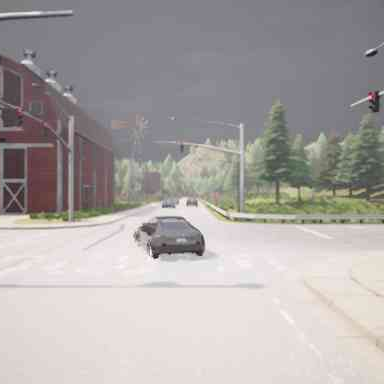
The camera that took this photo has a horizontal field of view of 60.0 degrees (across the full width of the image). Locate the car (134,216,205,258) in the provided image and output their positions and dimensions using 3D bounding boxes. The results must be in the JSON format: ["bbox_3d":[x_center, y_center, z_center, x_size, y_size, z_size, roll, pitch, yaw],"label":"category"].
[{"bbox_3d":[-1.005,1.638,13.296,1.994,1.385,4.181,0,0,-19],"label":"car"}]

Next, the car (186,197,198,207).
[{"bbox_3d":[0.005,1.733,59.220,2.097,1.767,4.553,0,0,0],"label":"car"}]

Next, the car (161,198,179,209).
[{"bbox_3d":[-3.577,1.896,51.427,1.994,1.385,4.181,0,0,0],"label":"car"}]
